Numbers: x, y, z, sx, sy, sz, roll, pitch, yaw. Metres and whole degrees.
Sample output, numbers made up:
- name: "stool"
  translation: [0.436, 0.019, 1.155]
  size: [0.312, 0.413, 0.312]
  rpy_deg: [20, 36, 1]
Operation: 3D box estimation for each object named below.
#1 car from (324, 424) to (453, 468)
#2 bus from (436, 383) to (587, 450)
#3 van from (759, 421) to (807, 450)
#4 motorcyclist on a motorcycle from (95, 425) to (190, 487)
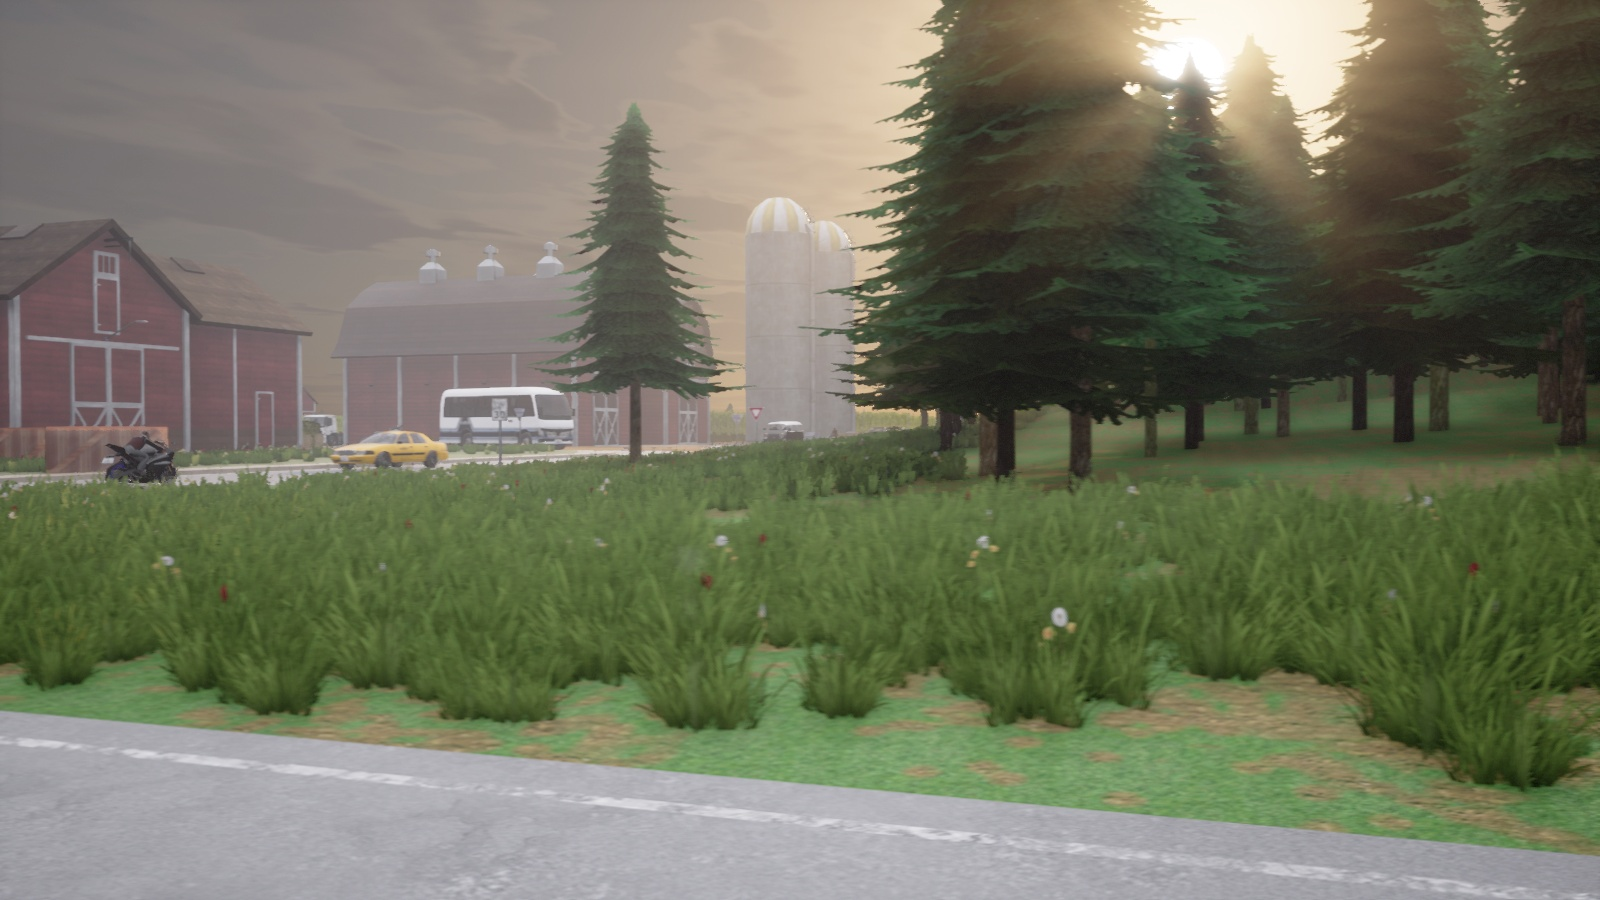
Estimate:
- name: "car"
  translation: [-15.454, -0.193, 47.507]
  size: [1.801, 1.575, 5.366]
  rpy_deg: [1, 1, 19]
- name: "bus"
  translation: [-19.288, -2.177, 83.691]
  size: [10.273, 4.253, 3.944]
  rpy_deg: [1, 1, 35]
- name: "van"
  translation: [-1.177, -1.031, 89.733]
  size: [2.069, 2.038, 4.480]
  rpy_deg: [1, 1, 19]
- name: "motorcyclist on a motorcycle"
  translation: [-16.892, 0.140, 32.329]
  size: [0.866, 1.530, 2.191]
  rpy_deg: [1, 1, 19]
